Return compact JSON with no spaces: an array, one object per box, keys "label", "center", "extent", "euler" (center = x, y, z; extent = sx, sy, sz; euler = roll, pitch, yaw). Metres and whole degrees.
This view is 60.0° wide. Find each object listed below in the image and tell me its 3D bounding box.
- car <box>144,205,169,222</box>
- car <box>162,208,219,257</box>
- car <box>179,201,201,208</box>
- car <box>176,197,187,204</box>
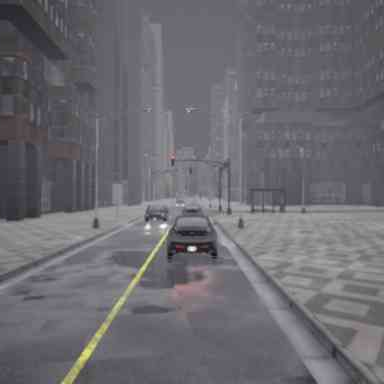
[{"label":"car","center":[-3.001,1.847,29.562],"extent":[2.033,1.411,5.357],"euler":[0,-1,0]},{"label":"car","center":[0.021,1.646,13.523],"extent":[1.837,1.490,4.892],"euler":[0,0,0]},{"label":"car","center":[0.060,1.796,28.532],"extent":[1.837,1.490,4.892],"euler":[0,0,1]},{"label":"car","center":[-2.986,2.444,85.120],"extent":[1.895,1.301,4.718],"euler":[0,-1,0]}]
